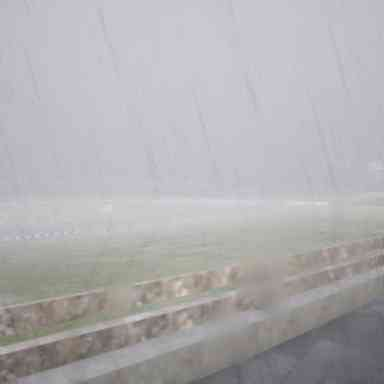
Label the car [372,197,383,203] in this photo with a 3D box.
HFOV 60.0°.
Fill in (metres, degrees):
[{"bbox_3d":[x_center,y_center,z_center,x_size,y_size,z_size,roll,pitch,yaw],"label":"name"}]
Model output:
[{"bbox_3d":[42.546,1.818,75.346,2.128,1.511,4.902,0,-1,2],"label":"car"}]
